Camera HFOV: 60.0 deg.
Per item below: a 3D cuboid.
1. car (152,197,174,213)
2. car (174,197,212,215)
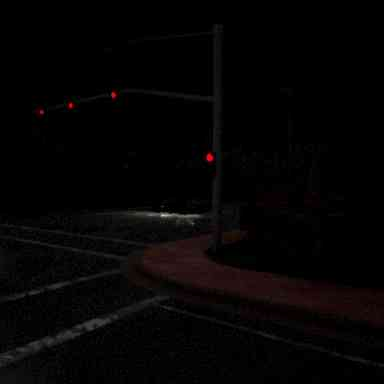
[{"bbox_3d":[-2.108,1.290,34.819,1.882,1.535,5.008,1,1,36],"label":"car"},{"bbox_3d":[0.741,1.320,32.785,1.882,1.535,5.008,1,1,36],"label":"car"}]
